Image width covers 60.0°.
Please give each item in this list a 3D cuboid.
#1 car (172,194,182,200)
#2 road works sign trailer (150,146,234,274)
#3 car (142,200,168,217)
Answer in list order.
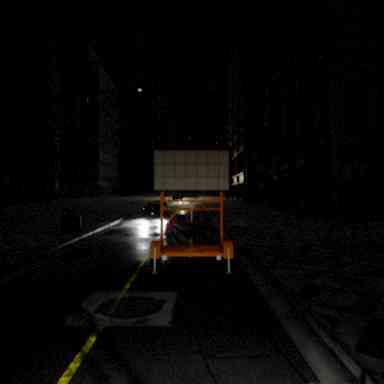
[{"bbox_3d":[-3.070,1.080,69.729,1.994,1.385,4.181,0,0,0],"label":"car"},{"bbox_3d":[-0.009,0.393,10.297,2.380,3.560,2.880,0,0,0],"label":"road works sign trailer"},{"bbox_3d":[-3.128,1.399,28.533,1.895,1.301,4.718,0,0,0],"label":"car"}]
